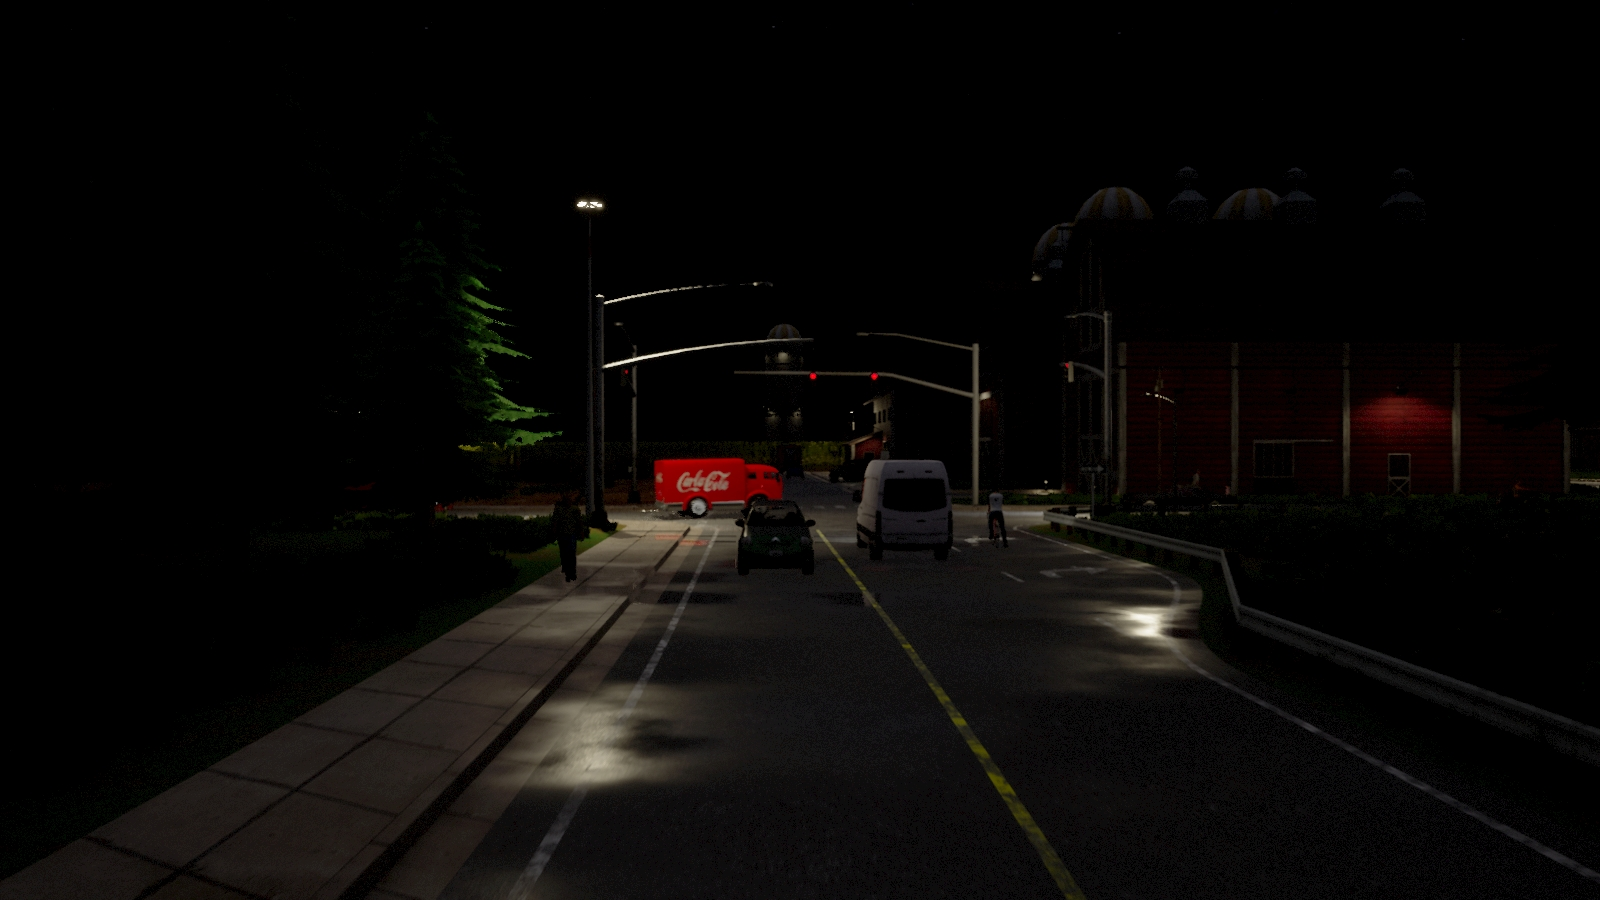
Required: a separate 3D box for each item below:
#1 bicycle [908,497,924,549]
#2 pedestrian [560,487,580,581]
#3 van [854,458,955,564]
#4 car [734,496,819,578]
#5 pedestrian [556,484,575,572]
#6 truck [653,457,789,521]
[{"bbox_3d":[3.345,2.087,33.005,0.373,1.396,1.643,0,0,3],"label":"bicycle"},{"bbox_3d":[-4.602,1.675,22.881,0.375,1.860,0.375,0,0,-15],"label":"pedestrian"},{"bbox_3d":[2.711,1.515,31.060,1.988,2.561,5.915,0,0,-2],"label":"van"},{"bbox_3d":[-0.583,1.979,26.825,1.851,1.617,3.988,0,0,-2],"label":"car"},{"bbox_3d":[-5.049,1.675,24.634,0.375,1.860,0.375,0,0,-6],"label":"pedestrian"},{"bbox_3d":[-3.341,1.575,47.825,5.204,2.467,2.627,-1,1,-17],"label":"truck"}]
